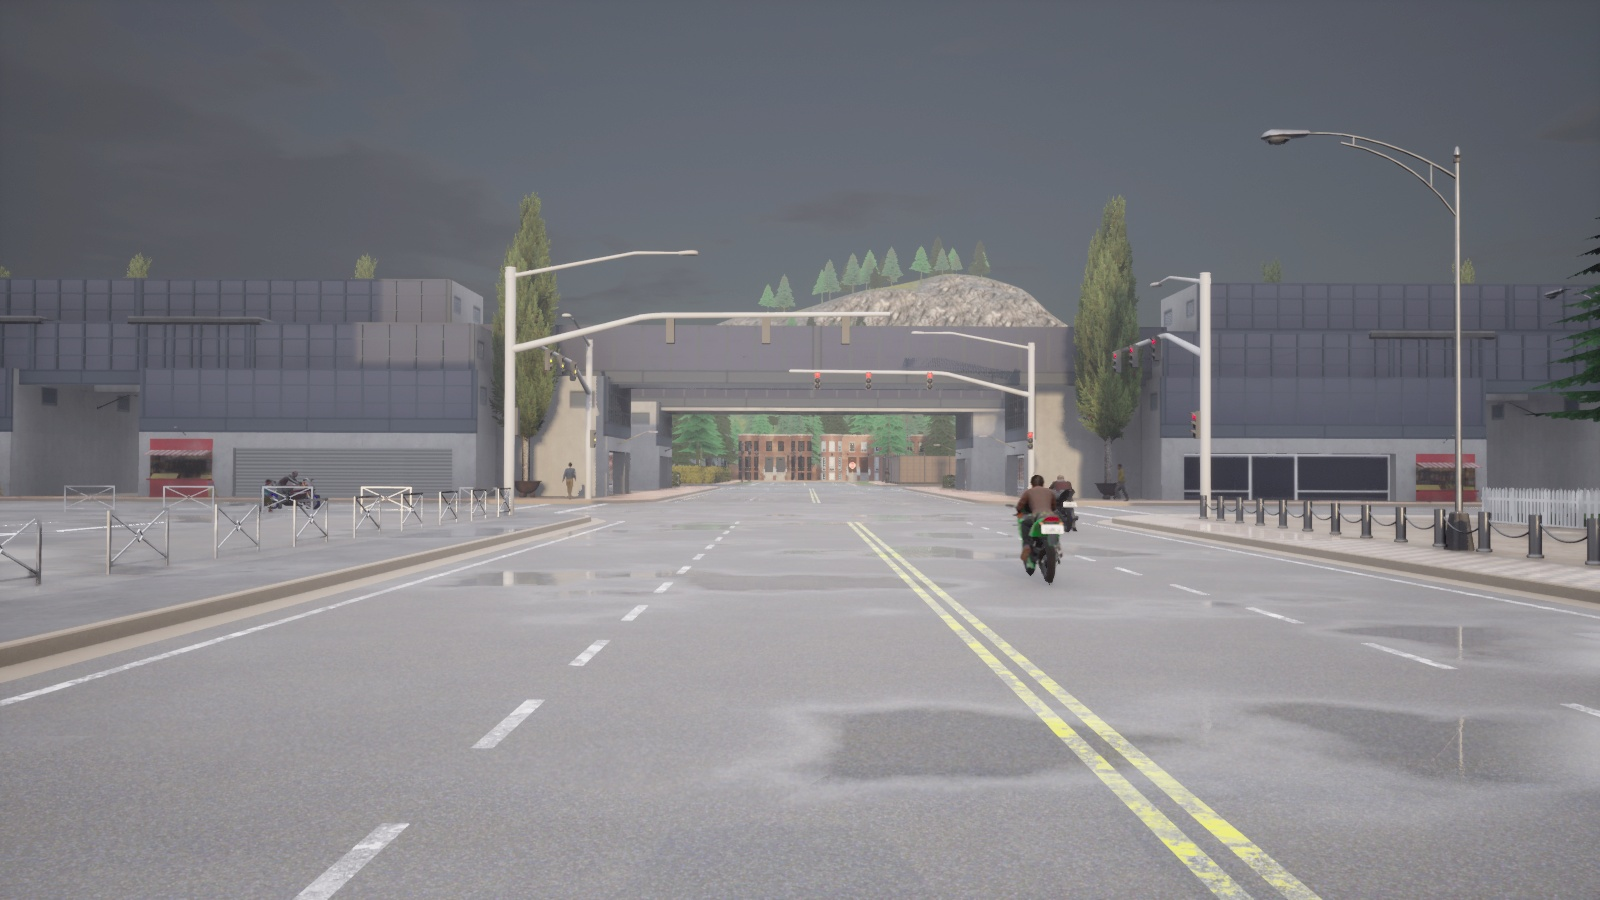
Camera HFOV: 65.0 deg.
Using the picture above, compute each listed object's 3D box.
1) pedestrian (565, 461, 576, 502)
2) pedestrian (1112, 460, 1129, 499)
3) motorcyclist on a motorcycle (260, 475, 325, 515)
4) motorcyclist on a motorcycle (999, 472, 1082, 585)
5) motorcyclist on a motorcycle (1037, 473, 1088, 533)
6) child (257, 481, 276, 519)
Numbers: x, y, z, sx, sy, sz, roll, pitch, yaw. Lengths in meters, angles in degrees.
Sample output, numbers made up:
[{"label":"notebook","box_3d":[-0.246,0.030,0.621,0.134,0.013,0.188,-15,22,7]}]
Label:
[{"label":"pedestrian","box_3d":[-11.042,1.530,60.445,0.423,1.949,0.788,0,-1,-4]},{"label":"pedestrian","box_3d":[15.451,1.426,60.549,0.709,1.840,0.431,0,-1,0]},{"label":"motorcyclist on a motorcycle","box_3d":[-19.648,1.743,48.641,2.191,1.530,0.866,0,-1,1]},{"label":"motorcyclist on a motorcycle","box_3d":[3.435,1.086,18.092,0.797,1.523,2.044,0,-1,0]},{"label":"motorcyclist on a motorcycle","box_3d":[6.892,1.376,33.068,0.866,1.530,2.191,0,-1,0]},{"label":"child","box_3d":[-17.133,1.597,40.334,0.448,1.192,0.343,0,-1,-1]}]
